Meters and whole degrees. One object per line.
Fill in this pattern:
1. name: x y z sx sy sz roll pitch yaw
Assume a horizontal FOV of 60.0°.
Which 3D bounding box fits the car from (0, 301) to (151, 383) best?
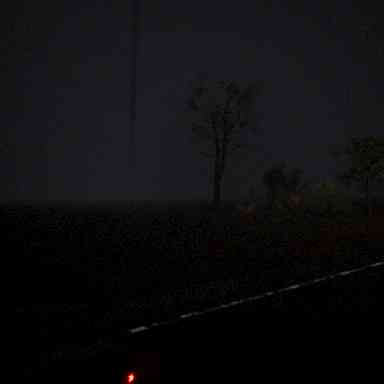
1. car: -2.899 1.557 1.924 5.357 1.411 2.033 -1 0 -35
